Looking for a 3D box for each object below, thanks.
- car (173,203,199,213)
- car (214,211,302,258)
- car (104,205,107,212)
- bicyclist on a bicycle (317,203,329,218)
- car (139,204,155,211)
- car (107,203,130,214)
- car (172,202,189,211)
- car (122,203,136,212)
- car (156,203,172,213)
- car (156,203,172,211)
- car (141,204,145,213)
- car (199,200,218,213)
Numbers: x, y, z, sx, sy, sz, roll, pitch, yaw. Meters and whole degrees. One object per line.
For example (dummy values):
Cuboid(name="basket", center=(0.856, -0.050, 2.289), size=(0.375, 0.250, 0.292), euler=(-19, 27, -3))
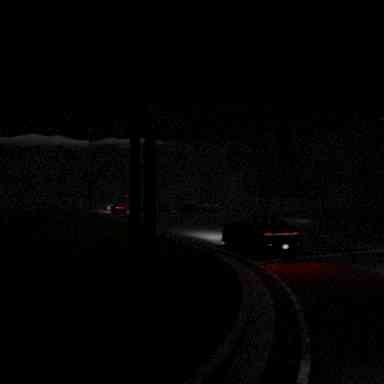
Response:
Cuboid(name="car", center=(-1.145, 2.642, 54.876), size=(2.128, 1.511, 4.902), euler=(0, -1, -21))
Cuboid(name="car", center=(2.770, 1.776, 14.187), size=(2.128, 1.511, 4.902), euler=(0, -1, -13))
Cuboid(name="car", center=(-15.325, 2.987, 62.331), size=(1.895, 1.301, 4.718), euler=(0, -1, -21))
Cuboid(name="bicyclist on a bicycle", center=(14.220, 1.974, 36.025), size=(1.656, 1.620, 0.582), euler=(0, -1, -21))
Cuboid(name="car", center=(-8.714, 2.991, 64.372), size=(1.895, 1.301, 4.718), euler=(0, -1, -21))
Cuboid(name="car", center=(-11.738, 2.665, 53.137), size=(2.128, 1.511, 4.902), euler=(0, -1, -21))
Cuboid(name="car", center=(-2.406, 2.896, 67.463), size=(1.882, 1.535, 5.008), euler=(0, -1, -21))
Cuboid(name="car", center=(-11.976, 2.913, 63.325), size=(1.812, 1.442, 4.674), euler=(0, -1, -21))
Cuboid(name="car", center=(-4.891, 2.717, 54.832), size=(2.033, 1.411, 5.357), euler=(0, -1, -21))
Cuboid(name="car", center=(-5.580, 2.883, 65.969), size=(1.882, 1.535, 5.008), euler=(0, -1, -21))
Cuboid(name="car", center=(-8.065, 2.759, 53.352), size=(1.895, 1.301, 4.718), euler=(0, -1, -21))
Cuboid(name="car", center=(2.382, 2.362, 55.450), size=(2.150, 2.045, 5.566), euler=(0, -1, -21))
